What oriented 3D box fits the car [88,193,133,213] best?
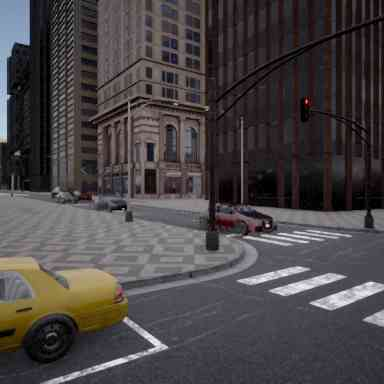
[{"bbox_3d":[-7.206,1.013,29.821,2.033,1.411,5.357,0,1,-36],"label":"car"}]

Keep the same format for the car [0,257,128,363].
[{"bbox_3d":[-3.276,1.525,4.312,4.829,1.417,1.752,0,0,-35],"label":"car"}]

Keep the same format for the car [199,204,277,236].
[{"bbox_3d":[2.257,1.340,17.005,1.994,1.385,4.181,0,1,-39],"label":"car"}]

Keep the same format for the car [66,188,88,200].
[{"bbox_3d":[-15.982,0.575,47.488,1.882,1.535,5.008,0,1,-35],"label":"car"}]

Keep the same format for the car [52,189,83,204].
[{"bbox_3d":[-15.626,0.697,41.633,1.837,1.490,4.892,0,1,-35],"label":"car"}]

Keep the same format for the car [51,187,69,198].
[{"bbox_3d":[-21.947,0.133,55.746,2.150,2.045,5.566,0,1,-36],"label":"car"}]
